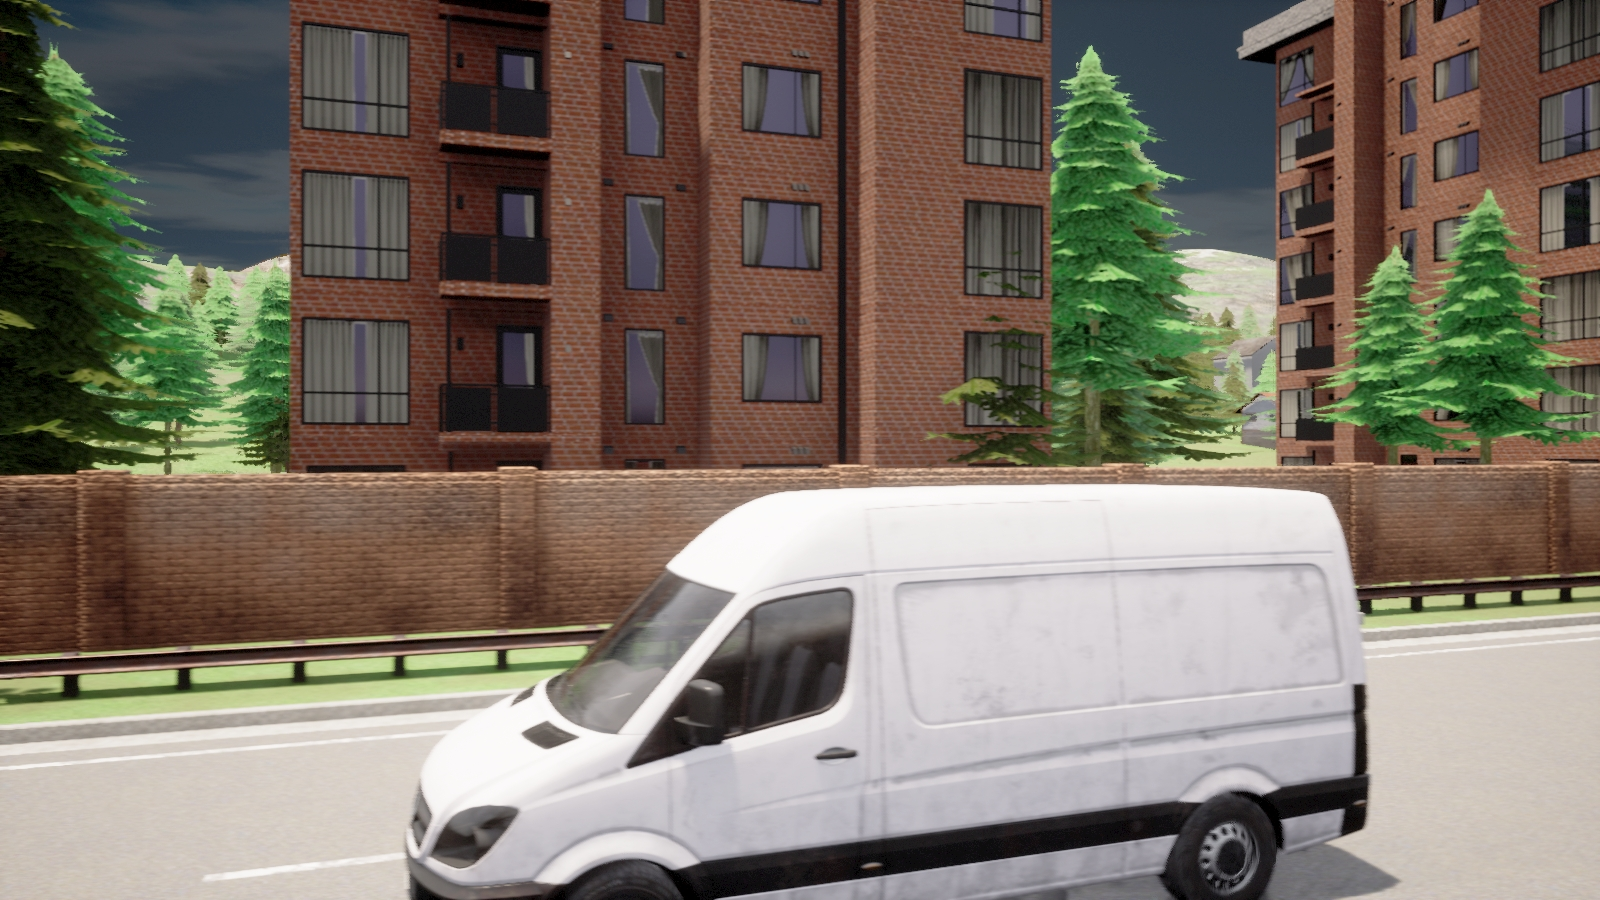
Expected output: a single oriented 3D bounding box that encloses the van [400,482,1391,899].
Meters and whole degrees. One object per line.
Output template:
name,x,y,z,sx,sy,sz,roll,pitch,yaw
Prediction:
van,0.619,1.532,7.191,5.915,2.561,1.988,0,0,-19
